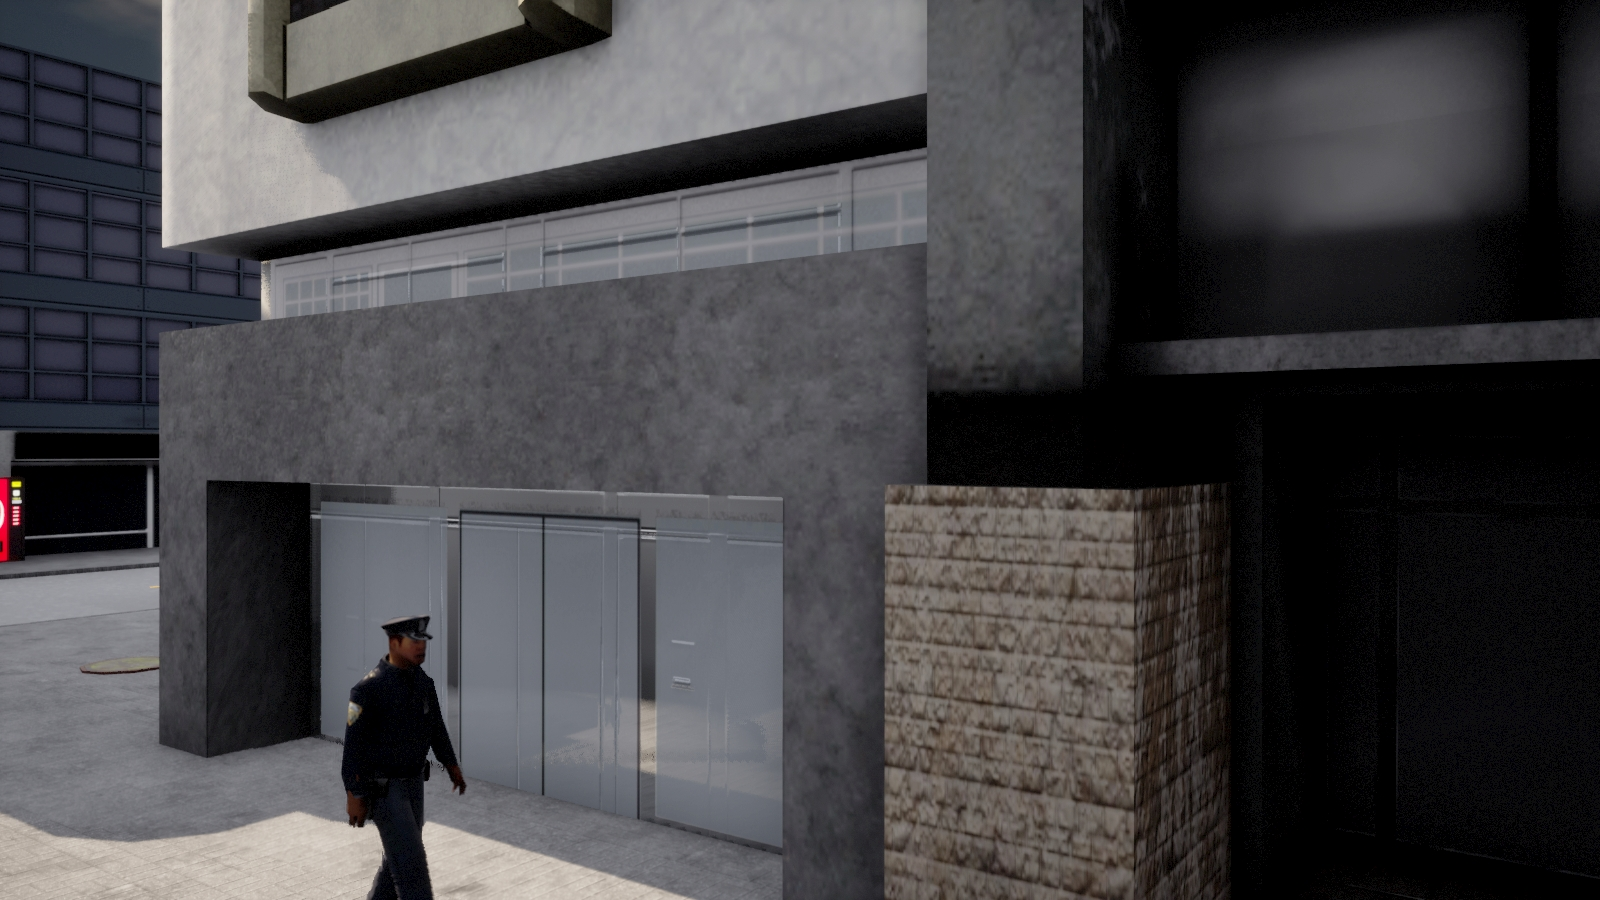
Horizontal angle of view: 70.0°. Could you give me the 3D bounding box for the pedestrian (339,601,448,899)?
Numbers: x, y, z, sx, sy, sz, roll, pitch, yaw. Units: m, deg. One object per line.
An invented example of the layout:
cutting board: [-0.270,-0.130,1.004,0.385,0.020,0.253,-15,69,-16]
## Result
pedestrian: [-2.106,1.744,5.925,0.375,1.860,0.375,0,0,28]
